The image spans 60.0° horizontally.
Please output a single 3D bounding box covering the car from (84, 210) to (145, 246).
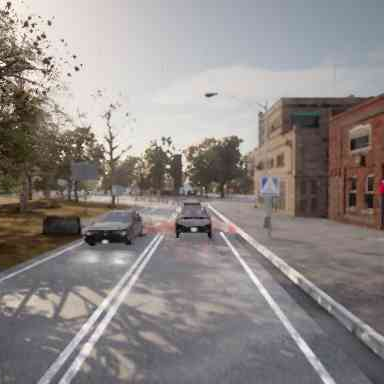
[{"bbox_3d":[-3.361,1.574,15.522,2.033,1.411,5.357,0,-1,0],"label":"car"}]

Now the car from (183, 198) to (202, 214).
[{"bbox_3d":[0.036,1.495,36.285,1.882,1.535,5.008,0,0,0],"label":"car"}]

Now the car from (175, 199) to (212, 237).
[{"bbox_3d":[0.083,1.444,18.037,2.128,1.511,4.902,0,2,0],"label":"car"}]
